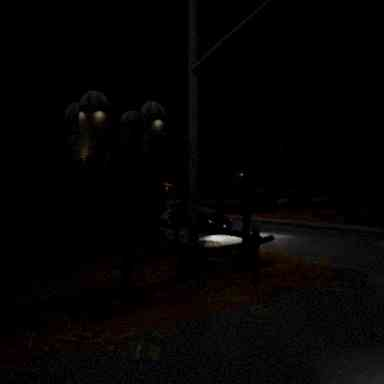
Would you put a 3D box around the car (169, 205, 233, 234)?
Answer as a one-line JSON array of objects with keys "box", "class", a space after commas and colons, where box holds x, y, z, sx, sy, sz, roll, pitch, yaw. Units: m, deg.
[{"box": [0.387, 1.512, 19.603, 1.812, 1.442, 4.674, 0, 1, -36], "class": "car"}]
